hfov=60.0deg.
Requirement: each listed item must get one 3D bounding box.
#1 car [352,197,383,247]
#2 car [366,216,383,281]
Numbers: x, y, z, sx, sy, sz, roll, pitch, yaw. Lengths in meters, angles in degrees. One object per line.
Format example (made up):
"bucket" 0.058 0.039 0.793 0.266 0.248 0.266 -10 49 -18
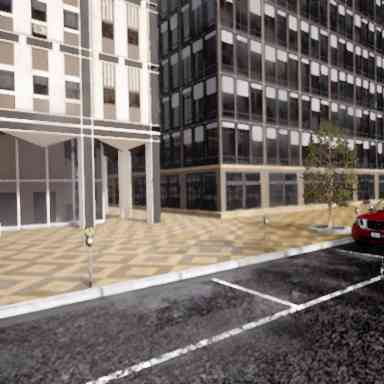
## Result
"car" 7.879 0.997 12.118 5.009 1.841 2.192 -2 1 -36
"car" 6.196 1.282 7.638 4.892 1.490 1.837 -2 1 -36
